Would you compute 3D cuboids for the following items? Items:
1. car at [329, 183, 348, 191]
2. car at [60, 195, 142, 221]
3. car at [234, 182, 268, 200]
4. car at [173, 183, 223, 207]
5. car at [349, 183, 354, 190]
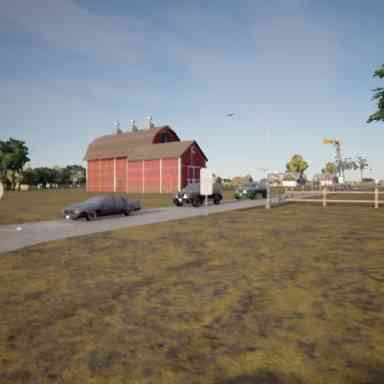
[{"bbox_3d":[26.907,-0.863,61.714,2.033,1.411,5.357,0,2,35],"label":"car"},{"bbox_3d":[-5.563,0.937,21.144,2.033,1.411,5.357,0,2,35],"label":"car"},{"bbox_3d":[6.934,-0.177,38.687,2.150,2.045,5.566,0,2,36],"label":"car"},{"bbox_3d":[0.649,0.214,29.870,2.150,2.045,5.566,0,2,36],"label":"car"},{"bbox_3d":[32.938,-1.217,70.357,1.837,1.490,4.892,0,2,35],"label":"car"}]
